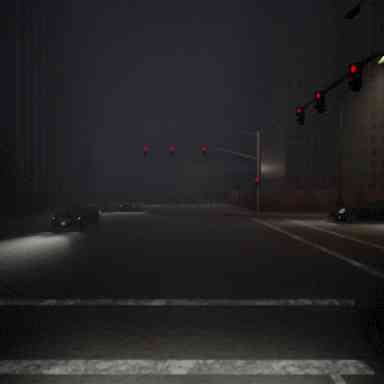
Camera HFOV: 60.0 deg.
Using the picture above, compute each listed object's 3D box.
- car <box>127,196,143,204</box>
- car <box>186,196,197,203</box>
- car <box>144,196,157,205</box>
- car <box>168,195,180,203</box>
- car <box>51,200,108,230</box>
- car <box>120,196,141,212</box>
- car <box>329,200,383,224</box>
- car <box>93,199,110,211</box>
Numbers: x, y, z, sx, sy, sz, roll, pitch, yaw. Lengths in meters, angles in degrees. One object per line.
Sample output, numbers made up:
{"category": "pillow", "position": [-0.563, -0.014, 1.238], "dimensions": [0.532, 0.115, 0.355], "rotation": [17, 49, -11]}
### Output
{"category": "car", "position": [-10.586, 1.503, 61.684], "dimensions": [2.033, 1.411, 5.357], "rotation": [0, 0, 0]}
{"category": "car", "position": [-0.057, 1.517, 65.151], "dimensions": [1.994, 1.385, 4.181], "rotation": [0, 0, 0]}
{"category": "car", "position": [-7.115, 1.484, 57.679], "dimensions": [1.812, 1.442, 4.674], "rotation": [0, 0, 0]}
{"category": "car", "position": [-3.557, 1.305, 65.118], "dimensions": [2.097, 1.767, 4.553], "rotation": [0, 0, 0]}
{"category": "car", "position": [-7.118, 1.476, 20.842], "dimensions": [2.128, 1.511, 4.902], "rotation": [0, 0, 0]}
{"category": "car", "position": [-7.129, 1.498, 38.706], "dimensions": [1.812, 1.442, 4.674], "rotation": [0, 0, 0]}
{"category": "car", "position": [12.393, 1.336, 24.078], "dimensions": [4.553, 1.767, 2.097], "rotation": [0, 0, 0]}
{"category": "car", "position": [-10.626, 1.498, 37.837], "dimensions": [1.812, 1.442, 4.674], "rotation": [0, 0, 0]}
